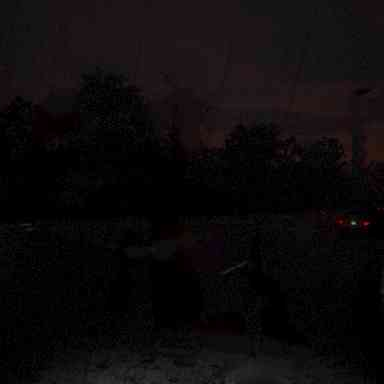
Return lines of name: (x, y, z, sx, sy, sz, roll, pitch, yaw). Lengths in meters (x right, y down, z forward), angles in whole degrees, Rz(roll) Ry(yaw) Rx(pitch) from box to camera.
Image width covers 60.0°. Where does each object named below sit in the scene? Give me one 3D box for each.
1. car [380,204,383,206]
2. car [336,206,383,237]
car: (23.371, 2.124, 39.148, 2.097, 1.767, 4.553, 0, -2, 43)
car: (9.688, 1.674, 18.721, 2.033, 1.411, 5.357, 0, -1, 39)
